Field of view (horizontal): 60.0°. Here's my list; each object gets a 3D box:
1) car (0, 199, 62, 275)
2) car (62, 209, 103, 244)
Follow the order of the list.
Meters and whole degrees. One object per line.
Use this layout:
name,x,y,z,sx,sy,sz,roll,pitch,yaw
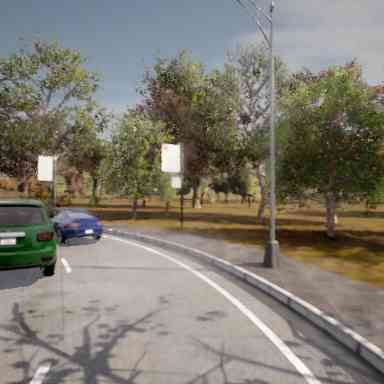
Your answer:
car,-5.381,1.222,9.997,2.150,2.045,5.566,1,0,-26
car,-5.897,1.526,15.958,1.812,1.442,4.674,0,0,-41
